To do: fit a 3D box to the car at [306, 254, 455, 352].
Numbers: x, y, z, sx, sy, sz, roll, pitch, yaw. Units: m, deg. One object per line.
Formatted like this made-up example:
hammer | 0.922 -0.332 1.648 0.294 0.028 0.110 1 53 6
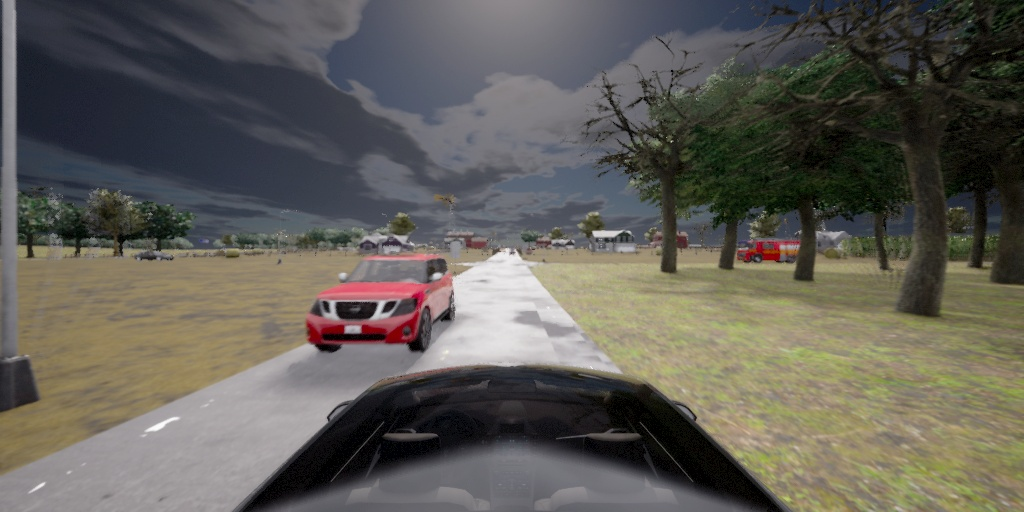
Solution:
car | -2.850 0.953 9.192 2.150 2.045 5.566 0 0 0
